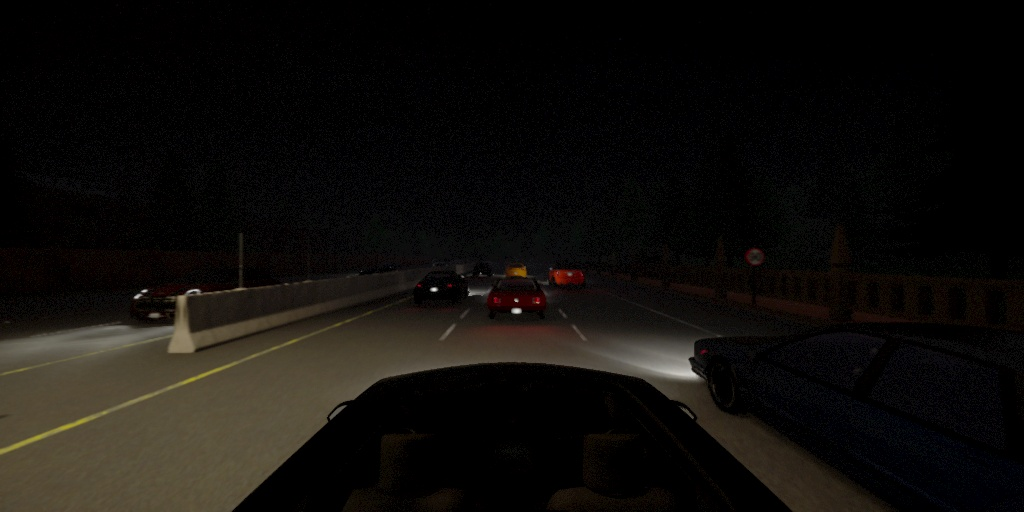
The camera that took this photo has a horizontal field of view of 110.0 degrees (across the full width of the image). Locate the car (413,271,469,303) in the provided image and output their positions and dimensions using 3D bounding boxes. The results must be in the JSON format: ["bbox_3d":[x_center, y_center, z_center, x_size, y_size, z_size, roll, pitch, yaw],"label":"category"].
[{"bbox_3d":[-3.292,1.404,17.246,1.994,1.385,4.181,0,0,1],"label":"car"}]

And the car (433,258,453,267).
[{"bbox_3d":[-10.105,1.266,53.005,2.150,2.045,5.566,0,0,1],"label":"car"}]

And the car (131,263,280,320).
[{"bbox_3d":[-10.535,1.172,12.831,2.097,1.767,4.553,0,0,1],"label":"car"}]

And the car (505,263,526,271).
[{"bbox_3d":[0.378,1.411,34.561,1.882,1.535,5.008,0,0,1],"label":"car"}]

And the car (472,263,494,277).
[{"bbox_3d":[-3.086,1.462,38.147,1.837,1.490,4.892,0,0,1],"label":"car"}]

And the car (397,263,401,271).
[{"bbox_3d":[-17.126,1.512,50.279,1.882,1.535,5.008,0,0,1],"label":"car"}]

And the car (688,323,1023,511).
[{"bbox_3d":[3.608,1.302,3.000,2.033,1.411,5.357,0,0,0],"label":"car"}]

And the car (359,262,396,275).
[{"bbox_3d":[-13.794,1.557,36.722,1.895,1.301,4.718,0,0,1],"label":"car"}]

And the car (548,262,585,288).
[{"bbox_3d":[3.788,1.231,25.418,2.097,1.767,4.553,0,0,1],"label":"car"}]

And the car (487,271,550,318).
[{"bbox_3d":[0.169,1.416,13.301,1.895,1.301,4.718,0,0,1],"label":"car"}]
